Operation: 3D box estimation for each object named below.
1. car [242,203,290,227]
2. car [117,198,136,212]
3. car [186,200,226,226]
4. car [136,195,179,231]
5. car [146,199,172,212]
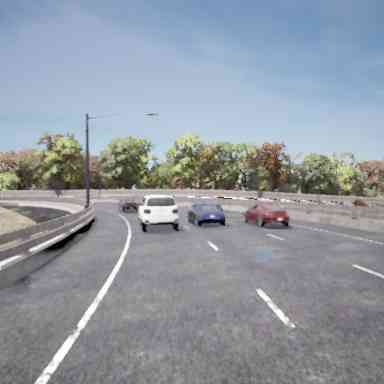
[{"bbox_3d":[4.754,1.439,21.787,1.812,1.442,4.674,-1,0,-11],"label":"car"},{"bbox_3d":[-7.501,1.516,38.626,1.837,1.490,4.892,0,1,-21],"label":"car"},{"bbox_3d":[0.880,1.515,23.065,1.994,1.385,4.181,-1,0,-12],"label":"car"},{"bbox_3d":[-2.175,1.209,20.869,2.150,2.045,5.566,-1,0,-11],"label":"car"},{"bbox_3d":[-3.893,1.536,39.006,1.994,1.385,4.181,-1,0,-21],"label":"car"}]
